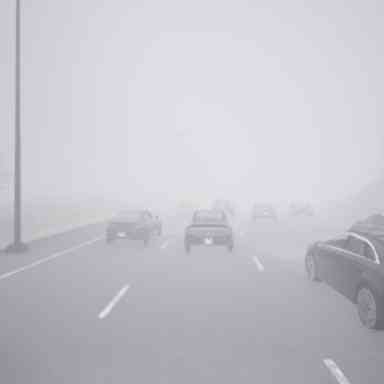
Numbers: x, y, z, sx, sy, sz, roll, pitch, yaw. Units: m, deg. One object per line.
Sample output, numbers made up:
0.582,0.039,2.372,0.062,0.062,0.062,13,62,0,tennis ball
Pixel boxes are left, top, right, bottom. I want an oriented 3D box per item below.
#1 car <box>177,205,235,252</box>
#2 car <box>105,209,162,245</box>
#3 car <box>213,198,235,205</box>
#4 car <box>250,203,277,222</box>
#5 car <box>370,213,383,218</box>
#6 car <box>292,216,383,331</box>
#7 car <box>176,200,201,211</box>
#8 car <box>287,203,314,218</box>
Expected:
0.760,1.507,13.936,2.128,1.511,4.902,0,0,4,car
-2.622,1.537,15.615,1.812,1.442,4.674,0,0,5,car
3.019,1.390,31.671,2.097,1.767,4.553,0,0,10,car
5.694,1.585,26.578,2.033,1.411,5.357,0,0,9,car
7.677,1.532,12.676,1.837,1.490,4.892,0,0,4,car
3.829,1.506,6.835,2.128,1.511,4.902,0,0,2,car
-0.228,1.512,33.436,1.882,1.535,5.008,0,0,10,car
9.948,1.650,30.831,1.895,1.301,4.718,0,0,10,car
